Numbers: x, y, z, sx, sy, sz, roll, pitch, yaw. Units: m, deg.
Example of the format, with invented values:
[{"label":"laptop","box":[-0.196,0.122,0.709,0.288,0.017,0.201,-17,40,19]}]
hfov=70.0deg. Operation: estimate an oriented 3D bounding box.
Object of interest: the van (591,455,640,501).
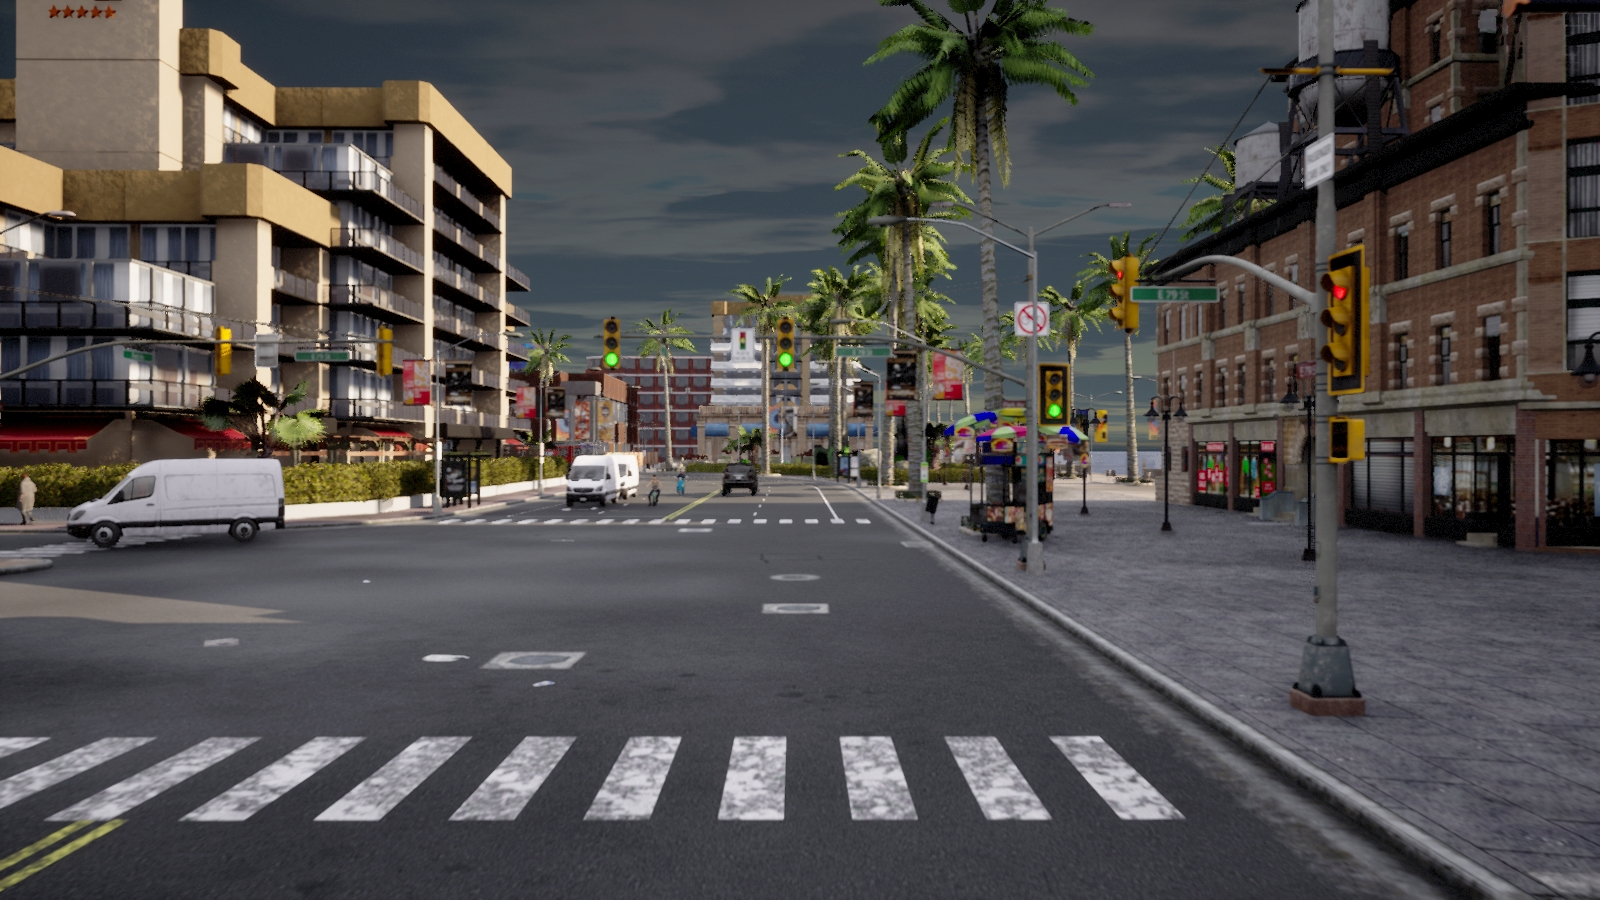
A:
[{"label":"van","box":[-10.819,1.585,67.291,1.988,2.561,5.915,0,0,0]}]

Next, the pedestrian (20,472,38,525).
[{"label":"pedestrian","box":[-27.396,1.727,40.596,0.375,1.860,0.375,0,0,13]}]

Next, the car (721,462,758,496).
[{"label":"car","box":[-3.881,1.835,74.335,2.150,2.045,5.566,0,0,0]}]

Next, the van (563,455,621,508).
[{"label":"van","box":[-10.774,1.579,59.631,1.988,2.561,5.915,0,0,0]}]

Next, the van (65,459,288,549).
[{"label":"van","box":[-19.141,1.561,35.271,5.915,2.561,1.988,0,0,-30]}]
